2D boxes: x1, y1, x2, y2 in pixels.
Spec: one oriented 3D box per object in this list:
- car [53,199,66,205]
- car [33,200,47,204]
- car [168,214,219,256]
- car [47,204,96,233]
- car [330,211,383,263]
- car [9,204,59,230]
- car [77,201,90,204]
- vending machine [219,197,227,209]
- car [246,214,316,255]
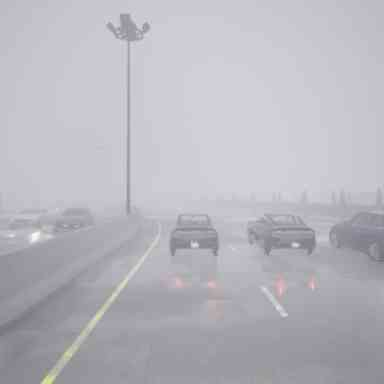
[{"bbox_3d":[-24.928,2.191,62.624,1.837,1.490,4.892,1,-1,-31],"label":"car"},{"bbox_3d":[-27.595,2.201,60.290,2.128,1.511,4.902,1,-1,-32],"label":"car"},{"bbox_3d":[0.042,1.652,13.944,2.128,1.511,4.902,0,-1,-1],"label":"car"},{"bbox_3d":[-7.603,1.756,21.831,1.837,1.490,4.892,0,-1,-5],"label":"car"},{"bbox_3d":[7.068,1.498,12.673,2.097,1.767,4.553,0,-1,-1],"label":"car"},{"bbox_3d":[-11.290,1.799,23.778,1.812,1.442,4.674,0,-1,-7],"label":"car"},{"bbox_3d":[-19.894,2.257,61.009,1.994,1.385,4.181,0,-1,-29],"label":"car"},{"bbox_3d":[5.530,1.871,59.276,1.100,2.100,0.880,0,-1,-23],"label":"vending machine"},{"bbox_3d":[3.541,1.652,13.955,2.128,1.511,4.902,0,-1,-1],"label":"car"}]
